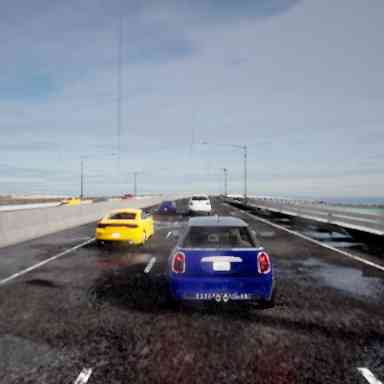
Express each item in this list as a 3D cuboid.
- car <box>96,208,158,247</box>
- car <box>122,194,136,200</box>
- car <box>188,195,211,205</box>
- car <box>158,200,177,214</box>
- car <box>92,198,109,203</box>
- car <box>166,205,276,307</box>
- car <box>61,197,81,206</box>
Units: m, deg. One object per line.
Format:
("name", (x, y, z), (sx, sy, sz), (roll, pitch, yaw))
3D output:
("car", (-2.921, 1.524, 15.311), (1.882, 1.535, 5.008), (0, 0, 0))
("car", (-12.703, 1.381, 67.123), (2.150, 2.045, 5.566), (0, 0, 0))
("car", (0.776, 1.324, 35.077), (2.150, 2.045, 5.566), (0, 0, 1))
("car", (-2.699, 1.632, 36.774), (1.812, 1.442, 4.674), (0, 0, 1))
("car", (-16.394, 1.717, 60.033), (2.033, 1.411, 5.357), (0, 0, 2))
("car", (0.544, 1.378, 8.193), (2.097, 1.767, 4.553), (0, 0, 0))
("car", (-20.034, 1.629, 55.168), (1.882, 1.535, 5.008), (0, 0, 2))
